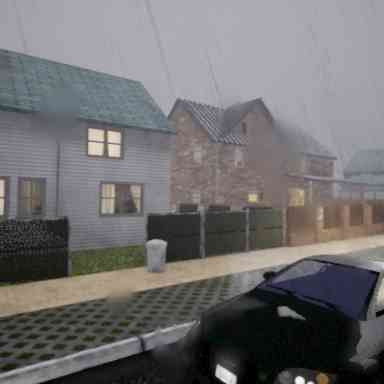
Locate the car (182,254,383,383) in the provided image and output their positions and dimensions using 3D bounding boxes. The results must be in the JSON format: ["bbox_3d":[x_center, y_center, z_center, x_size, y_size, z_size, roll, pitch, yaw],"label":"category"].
[{"bbox_3d":[1.944,1.581,4.332,4.181,1.385,1.994,0,0,-36],"label":"car"}]
